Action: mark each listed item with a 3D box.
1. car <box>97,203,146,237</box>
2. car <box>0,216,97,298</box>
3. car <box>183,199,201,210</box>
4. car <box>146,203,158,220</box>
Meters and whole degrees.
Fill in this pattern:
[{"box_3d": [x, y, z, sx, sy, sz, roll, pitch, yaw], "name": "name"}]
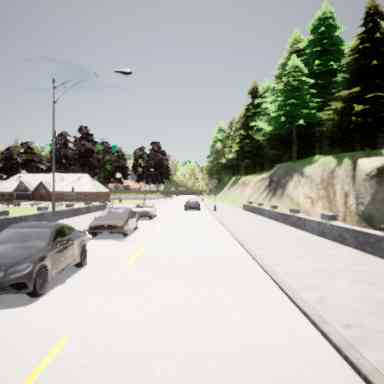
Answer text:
[{"box_3d": [-4.093, 1.542, 18.346, 2.033, 1.411, 5.357, 0, 0, 0], "name": "car"}, {"box_3d": [-4.100, 1.523, 8.637, 1.812, 1.442, 4.674, 0, 0, 0], "name": "car"}, {"box_3d": [-0.037, 1.553, 41.762, 1.994, 1.385, 4.181, 0, 0, -4], "name": "car"}, {"box_3d": [-4.059, 1.593, 28.158, 1.895, 1.301, 4.718, 0, 0, 0], "name": "car"}]
